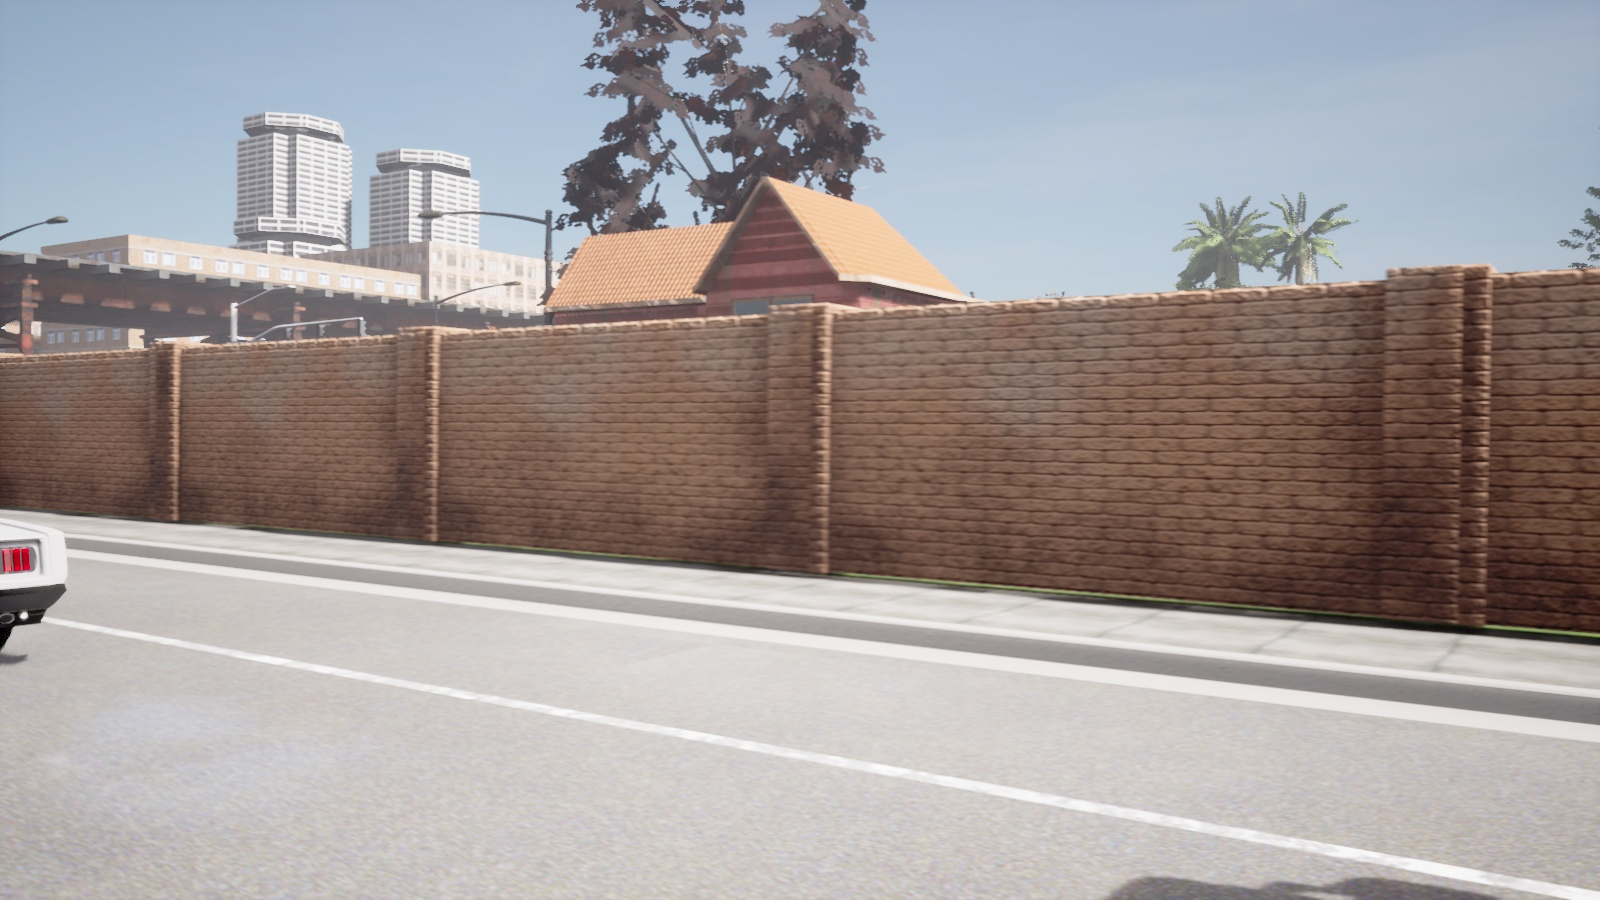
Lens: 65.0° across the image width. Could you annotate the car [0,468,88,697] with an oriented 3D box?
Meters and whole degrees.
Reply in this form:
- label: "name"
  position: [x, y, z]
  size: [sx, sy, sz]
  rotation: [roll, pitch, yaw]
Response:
- label: "car"
  position: [-6.837, 0.782, 8.168]
  size: [4.718, 1.301, 1.895]
  rotation: [0, 1, 34]
